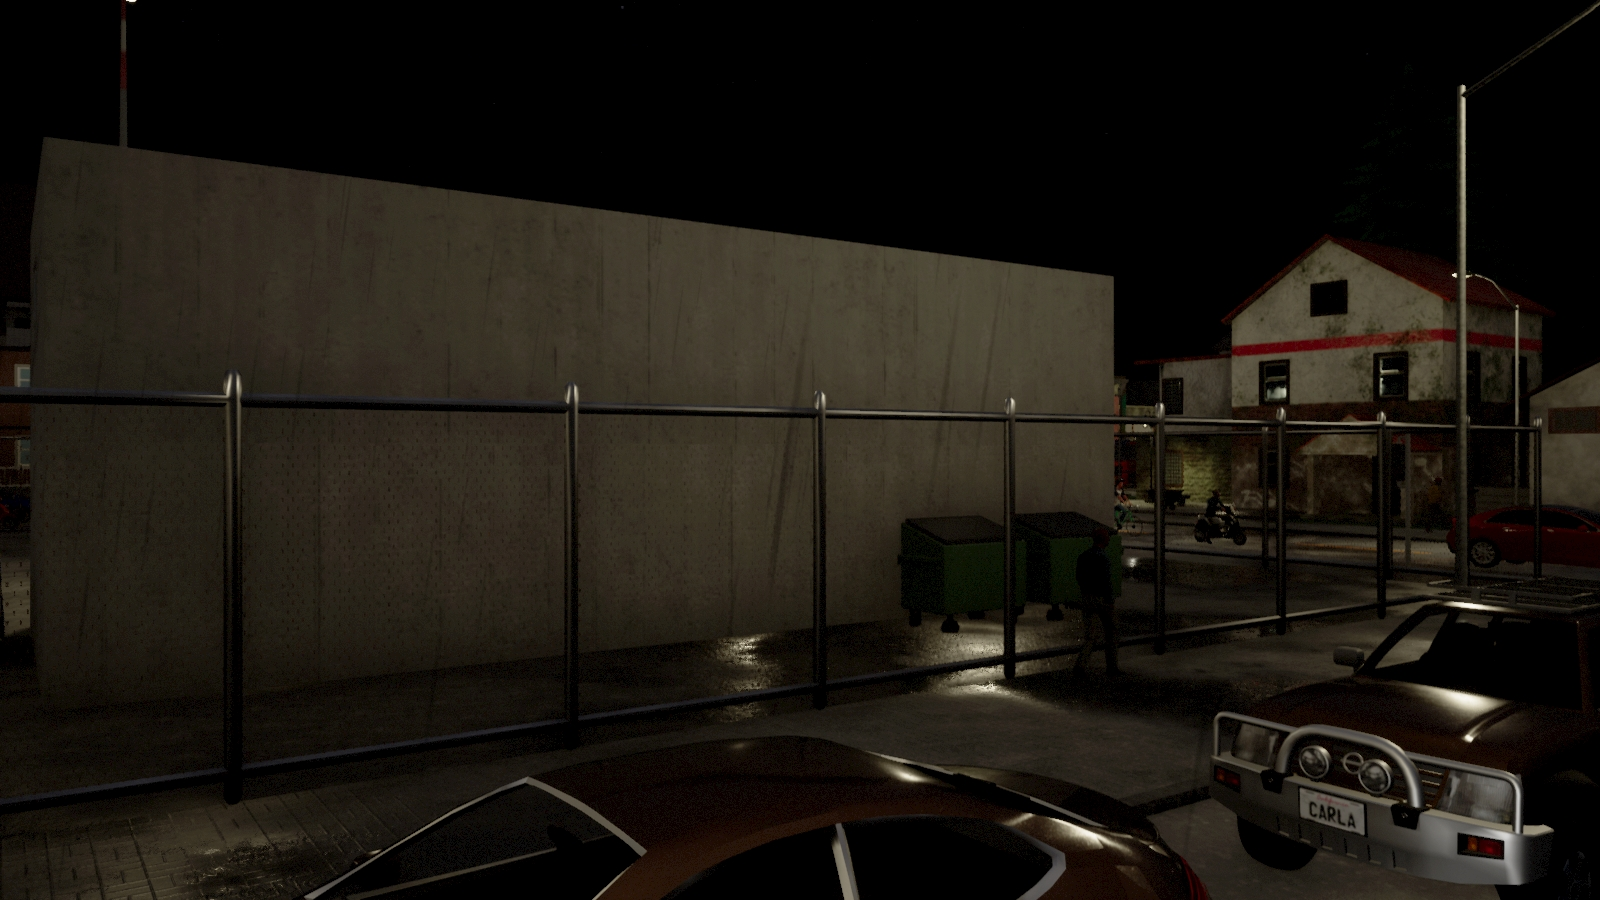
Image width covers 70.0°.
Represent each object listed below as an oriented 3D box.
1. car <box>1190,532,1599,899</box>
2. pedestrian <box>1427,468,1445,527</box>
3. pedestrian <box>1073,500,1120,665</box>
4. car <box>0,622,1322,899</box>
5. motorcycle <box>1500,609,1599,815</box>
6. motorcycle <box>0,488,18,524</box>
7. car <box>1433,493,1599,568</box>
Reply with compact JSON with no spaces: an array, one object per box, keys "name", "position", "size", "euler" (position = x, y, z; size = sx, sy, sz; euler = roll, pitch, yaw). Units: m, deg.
[{"name":"car","position":[4.948,1.640,7.839],"size":[4.605,1.855,1.932],"euler":[0,0,-35]},{"name":"pedestrian","position":[20.406,1.510,36.640],"size":[0.375,1.860,0.375],"euler":[0,0,-35]},{"name":"pedestrian","position":[3.444,1.520,13.283],"size":[0.375,1.860,0.375],"euler":[0,0,-35]},{"name":"car","position":[-0.619,1.771,3.955],"size":[5.027,1.651,2.152],"euler":[0,0,-35]},{"name":"motorcycle","position":[6.256,1.958,8.768],"size":[1.805,1.236,0.856],"euler":[0,0,-35]},{"name":"motorcycle","position":[-28.399,1.962,39.881],"size":[1.805,1.236,0.856],"euler":[0,0,-35]},{"name":"car","position":[17.691,1.830,26.384],"size":[2.231,1.480,4.892],"euler":[0,0,-35]}]
